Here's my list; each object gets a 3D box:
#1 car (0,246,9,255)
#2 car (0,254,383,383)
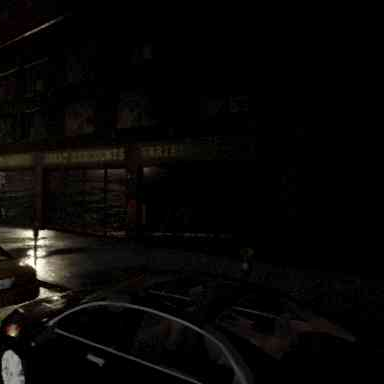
[{"bbox_3d":[-4.965,1.428,6.669,4.829,1.417,1.752,1,1,36],"label":"car"},{"bbox_3d":[-0.293,1.523,3.308,4.403,1.369,2.008,1,1,36],"label":"car"}]
